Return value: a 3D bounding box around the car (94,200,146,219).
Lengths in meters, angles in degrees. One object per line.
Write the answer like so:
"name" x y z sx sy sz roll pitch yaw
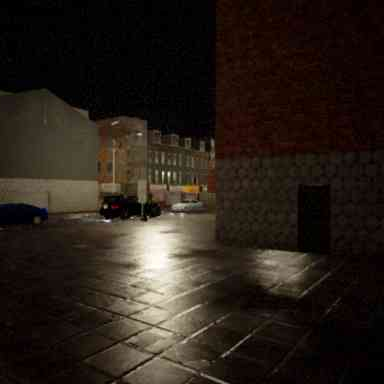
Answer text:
"car" -6.438 1.546 30.254 1.812 1.442 4.674 1 0 36

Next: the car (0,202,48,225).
"car" -12.201 1.483 22.213 1.882 1.535 5.008 1 0 36

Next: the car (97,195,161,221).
"car" -4.966 1.259 27.354 2.150 2.045 5.566 1 0 36

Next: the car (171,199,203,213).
"car" -0.480 1.563 38.566 1.812 1.442 4.674 1 0 36
